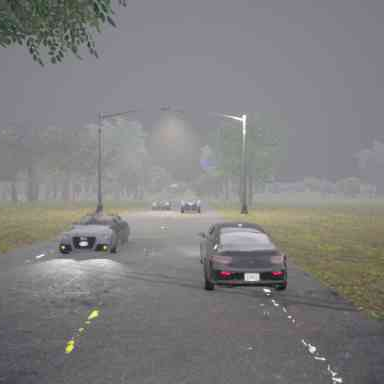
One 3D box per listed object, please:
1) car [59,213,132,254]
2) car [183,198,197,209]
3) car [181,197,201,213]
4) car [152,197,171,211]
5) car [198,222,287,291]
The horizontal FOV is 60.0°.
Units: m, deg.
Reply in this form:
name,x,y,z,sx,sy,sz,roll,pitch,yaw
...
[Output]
name,x,y,z,sx,sy,sz,roll,pitch,yaw
car,-3.669,1.563,13.256,1.994,1.385,4.181,0,0,0
car,-0.240,1.606,47.029,1.994,1.385,4.181,0,0,1
car,-0.125,1.377,37.363,2.097,1.767,4.553,0,0,0
car,-3.718,1.383,41.314,2.097,1.767,4.553,0,0,0
car,1.178,1.524,8.901,1.812,1.442,4.674,0,0,0
